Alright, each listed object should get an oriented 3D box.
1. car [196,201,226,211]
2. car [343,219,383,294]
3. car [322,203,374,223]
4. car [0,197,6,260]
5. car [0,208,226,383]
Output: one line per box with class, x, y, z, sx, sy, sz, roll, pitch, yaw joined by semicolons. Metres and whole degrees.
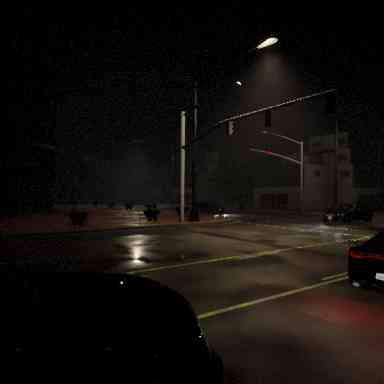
car;1.756;1.655;36.088;1.994;1.385;4.181;1;-1;-35
car;5.700;1.497;7.843;5.008;1.535;1.882;0;0;-35
car;11.935;1.631;25.388;4.902;1.511;2.128;1;0;-35
car;-9.110;1.220;10.394;5.566;2.045;2.150;0;0;-35
car;-2.382;1.222;2.045;5.566;2.045;2.150;0;0;-36
